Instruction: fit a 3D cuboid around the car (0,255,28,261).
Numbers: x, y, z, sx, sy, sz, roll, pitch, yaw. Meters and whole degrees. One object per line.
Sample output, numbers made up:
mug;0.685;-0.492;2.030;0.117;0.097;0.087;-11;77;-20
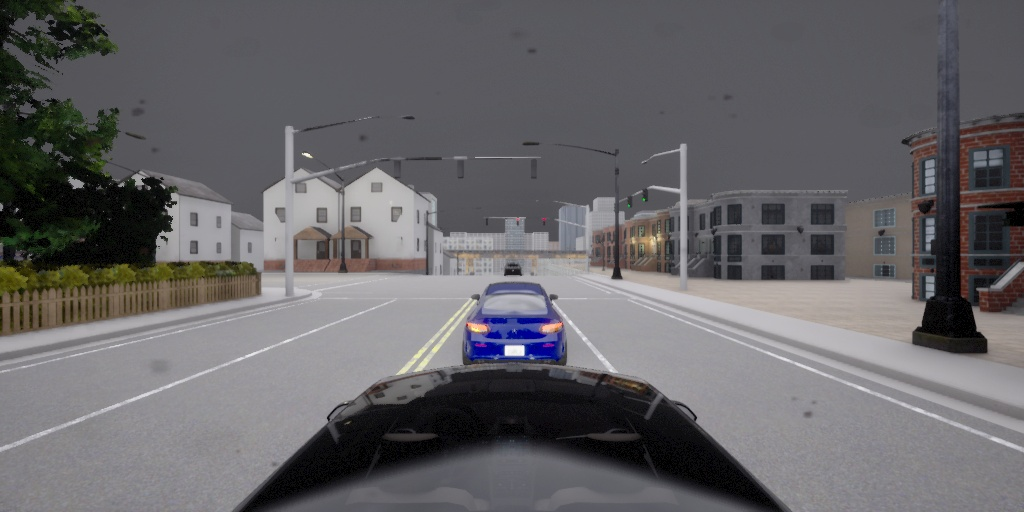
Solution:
car;-44.713;0.967;30.667;5.566;2.045;2.150;0;0;0

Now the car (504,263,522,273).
car;0.104;1.684;40.802;1.837;1.490;4.892;0;-8;0

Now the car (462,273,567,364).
car;0.059;1.275;7.753;1.812;1.442;4.674;0;0;0
